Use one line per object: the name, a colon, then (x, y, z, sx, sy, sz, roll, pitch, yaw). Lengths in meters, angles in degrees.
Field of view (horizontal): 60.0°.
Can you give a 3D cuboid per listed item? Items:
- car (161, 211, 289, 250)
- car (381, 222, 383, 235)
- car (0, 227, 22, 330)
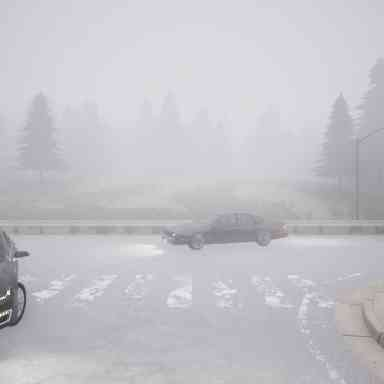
car: (1.458, 1.547, 14.191, 5.357, 1.411, 2.033, 0, 0, -20)
car: (11.237, 1.492, 15.070, 4.902, 1.511, 2.128, 0, 0, 0)
car: (-4.457, 1.505, 6.550, 1.837, 1.490, 4.892, 0, 0, -28)
